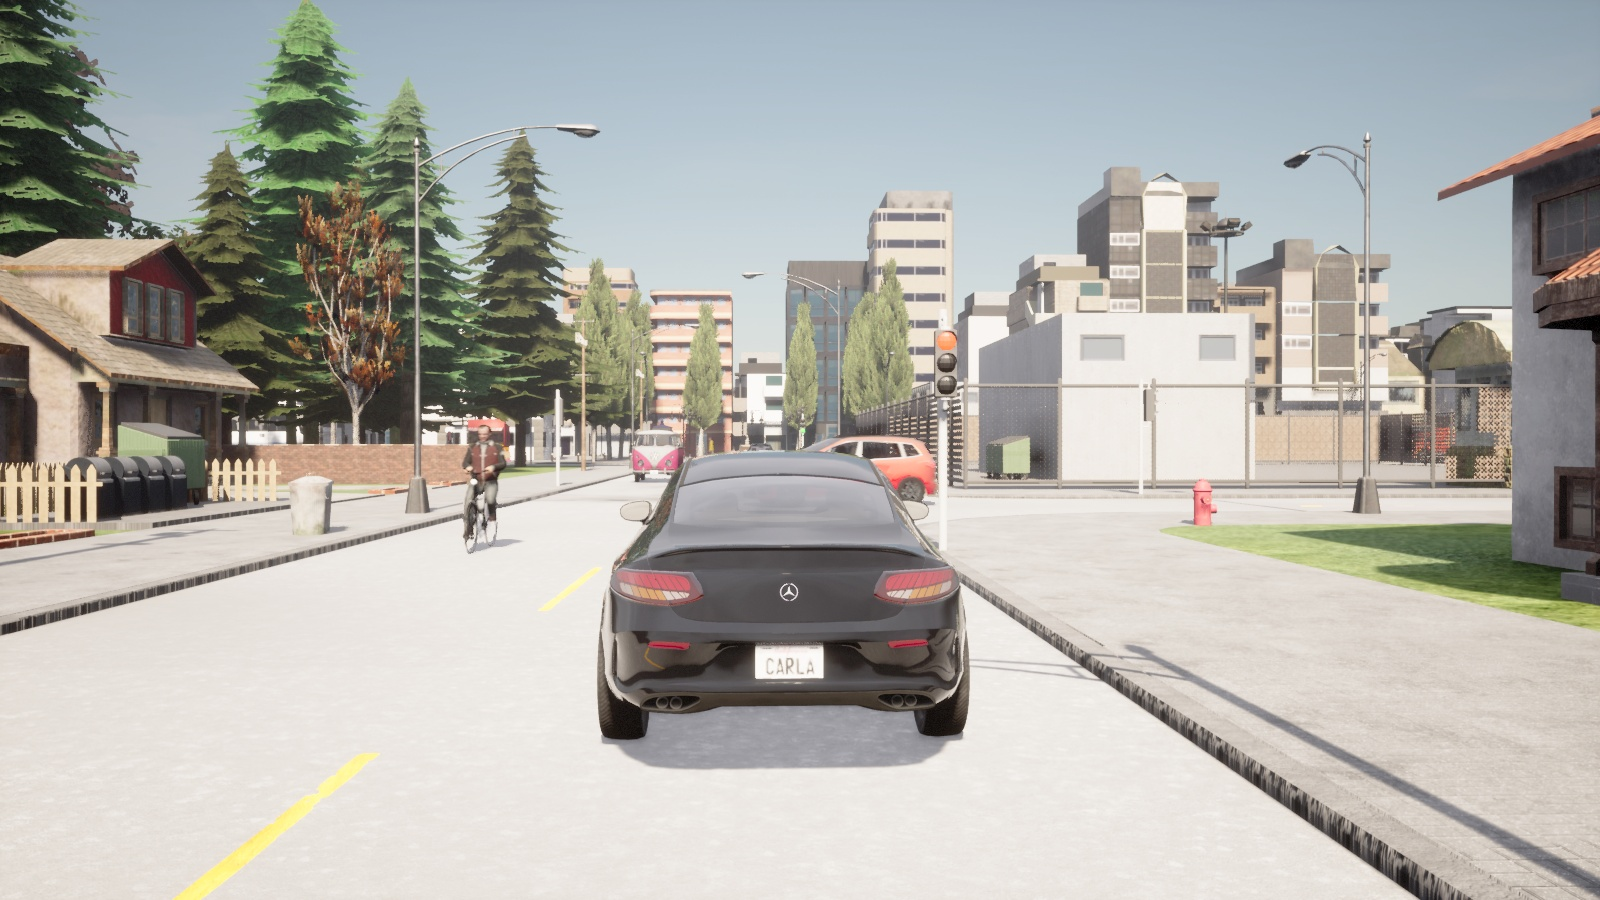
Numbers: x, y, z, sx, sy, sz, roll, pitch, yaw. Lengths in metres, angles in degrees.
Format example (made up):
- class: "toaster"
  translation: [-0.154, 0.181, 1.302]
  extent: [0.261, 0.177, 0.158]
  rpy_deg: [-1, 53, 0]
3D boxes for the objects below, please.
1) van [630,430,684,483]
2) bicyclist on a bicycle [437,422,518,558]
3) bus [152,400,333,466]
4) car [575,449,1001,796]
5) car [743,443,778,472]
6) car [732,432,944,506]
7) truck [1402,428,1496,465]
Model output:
- class: "van"
  translation: [-5.522, 0.218, 49.039]
  extent: [1.775, 1.987, 4.442]
  rpy_deg: [0, 0, -2]
- class: "bicyclist on a bicycle"
  translation: [-4.421, 0.516, 17.311]
  extent: [0.659, 1.776, 1.843]
  rpy_deg: [0, 0, -1]
- class: "bus"
  translation: [-36.825, -1.130, 83.327]
  extent: [10.273, 4.253, 3.944]
  rpy_deg: [0, 0, -2]
- class: "car"
  translation: [-0.142, 0.729, 7.674]
  extent: [1.812, 1.442, 4.674]
  rpy_deg: [0, 0, -2]
- class: "car"
  translation: [-2.108, 0.379, 67.245]
  extent: [1.816, 1.474, 4.193]
  rpy_deg: [0, 0, -2]
- class: "car"
  translation: [0.884, 0.421, 30.175]
  extent: [4.611, 1.667, 2.242]
  rpy_deg: [0, 0, -17]
- class: "truck"
  translation: [45.054, -0.205, 87.195]
  extent: [2.627, 2.467, 5.204]
  rpy_deg: [2, -1, -43]
